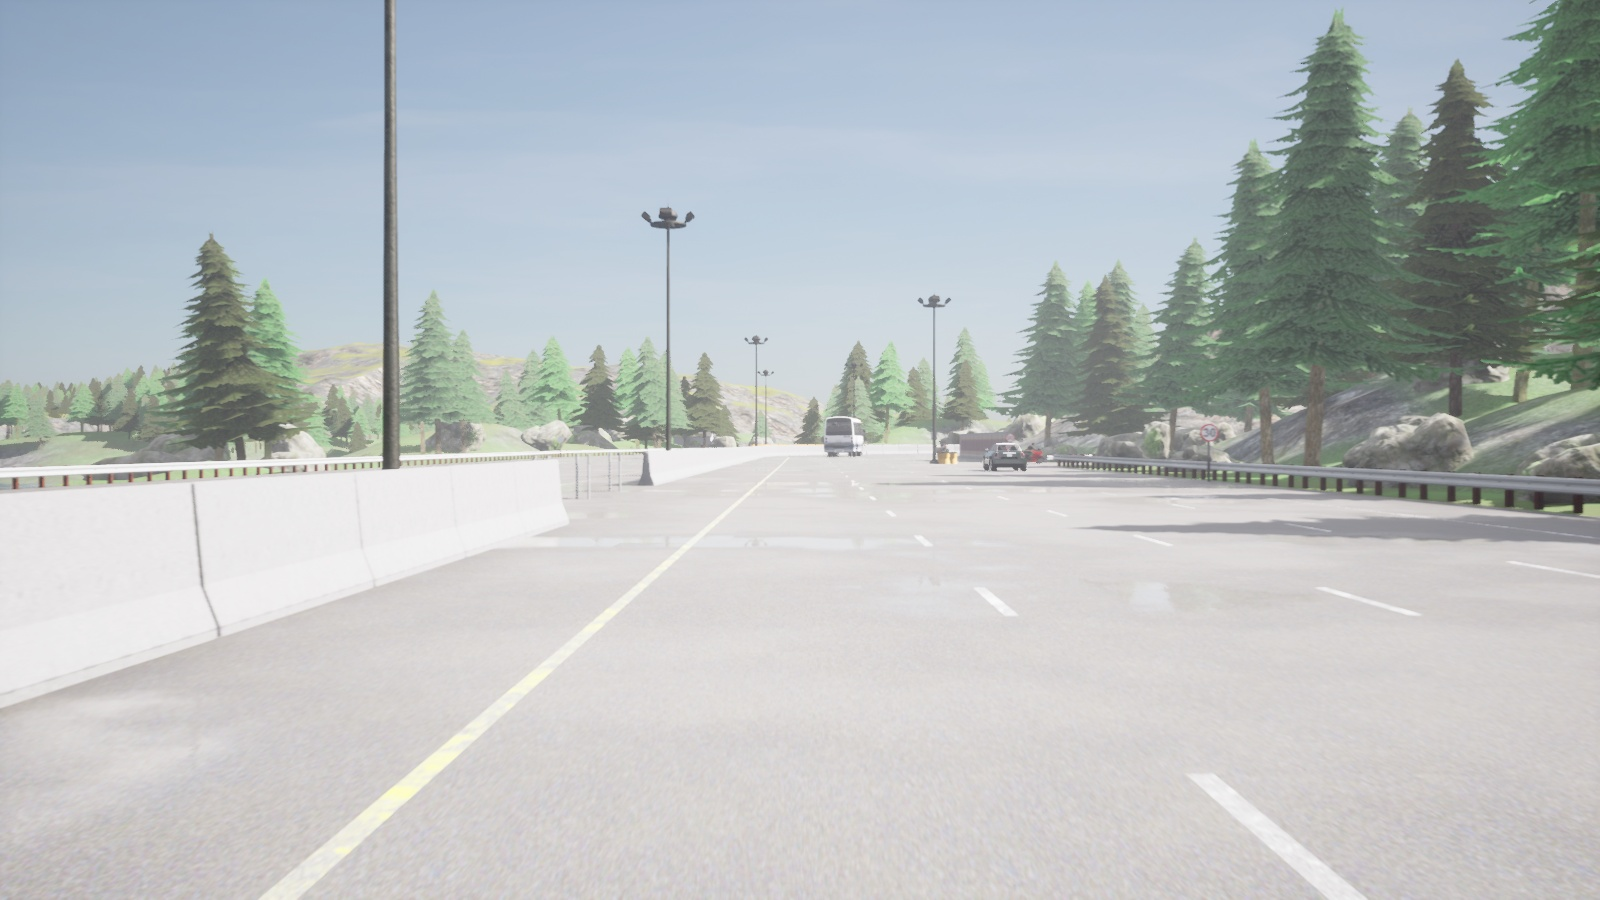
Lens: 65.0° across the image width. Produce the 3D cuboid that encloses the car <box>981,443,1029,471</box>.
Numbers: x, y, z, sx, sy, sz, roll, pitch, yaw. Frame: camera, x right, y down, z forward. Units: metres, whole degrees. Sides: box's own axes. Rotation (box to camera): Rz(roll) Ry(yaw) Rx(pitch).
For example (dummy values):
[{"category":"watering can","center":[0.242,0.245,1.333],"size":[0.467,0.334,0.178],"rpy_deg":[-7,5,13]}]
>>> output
[{"category":"car","center":[10.903,0.343,67.098],"size":[1.970,1.475,3.806],"rpy_deg":[0,0,0]}]

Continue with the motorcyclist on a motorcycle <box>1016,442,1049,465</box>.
[{"category":"motorcyclist on a motorcycle","center":[16.073,0.252,86.778],"size":[2.044,1.523,0.797],"rpy_deg":[0,2,-15]}]
